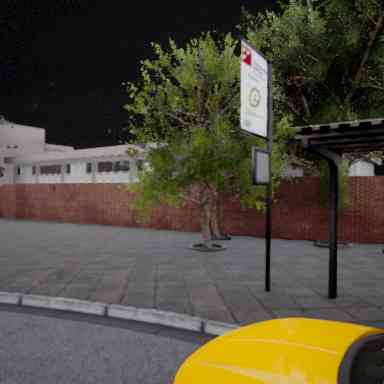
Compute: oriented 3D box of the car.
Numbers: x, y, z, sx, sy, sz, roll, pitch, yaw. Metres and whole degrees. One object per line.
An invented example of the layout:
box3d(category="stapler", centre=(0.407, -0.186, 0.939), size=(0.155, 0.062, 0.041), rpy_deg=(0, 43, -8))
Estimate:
box3d(category="car", centre=(2.134, 1.478, 1.711), size=(5.008, 1.535, 1.882), rpy_deg=(0, 0, 34))
